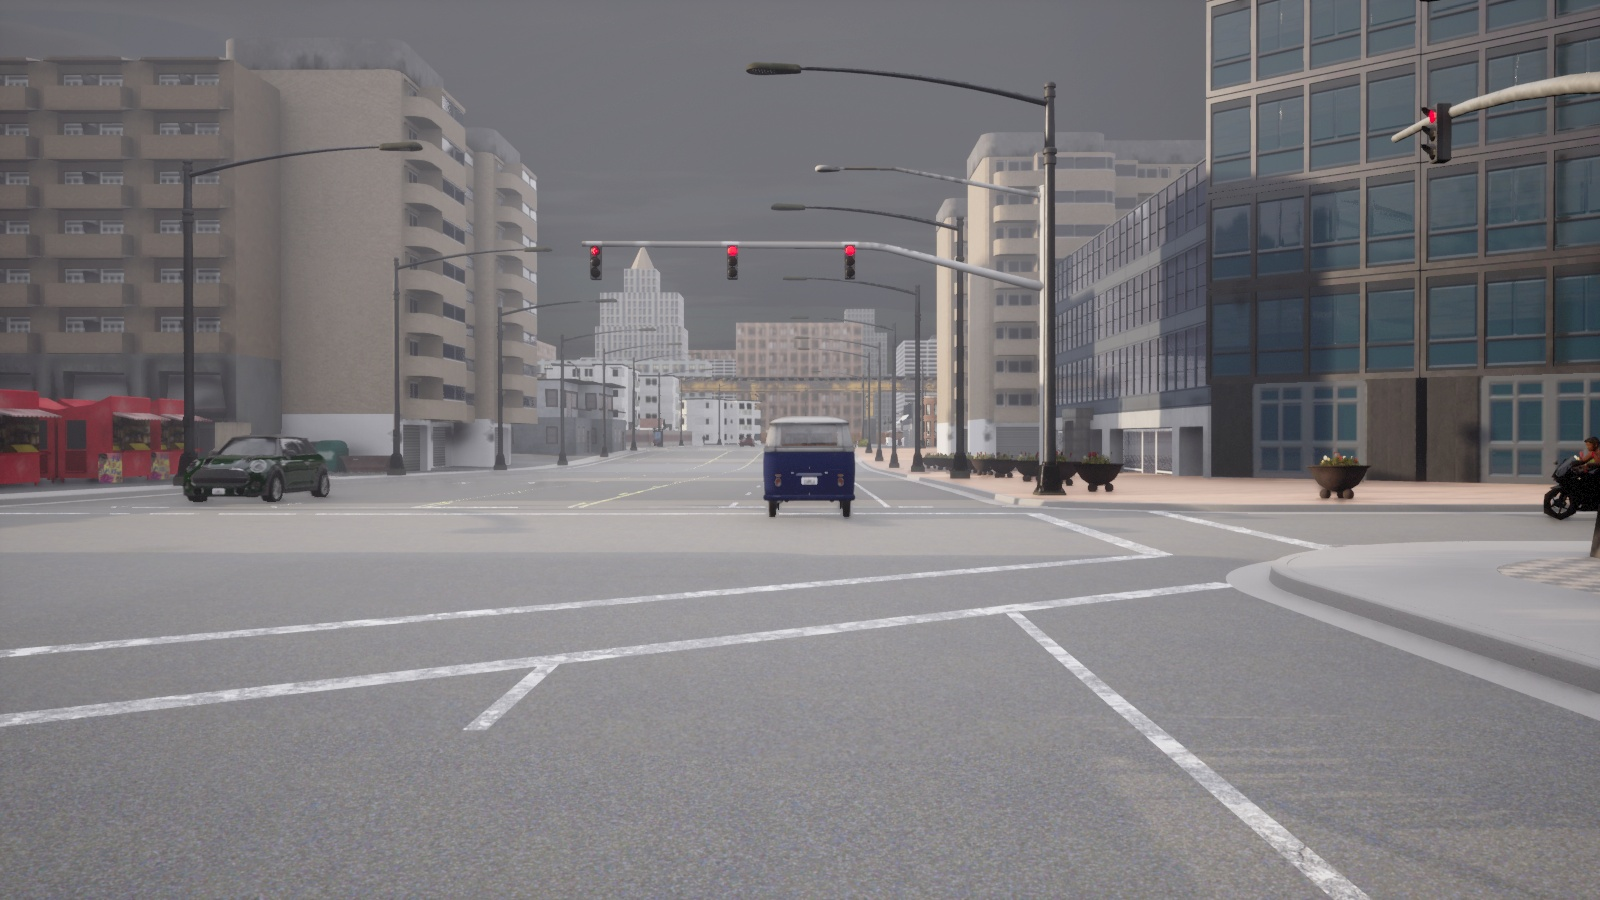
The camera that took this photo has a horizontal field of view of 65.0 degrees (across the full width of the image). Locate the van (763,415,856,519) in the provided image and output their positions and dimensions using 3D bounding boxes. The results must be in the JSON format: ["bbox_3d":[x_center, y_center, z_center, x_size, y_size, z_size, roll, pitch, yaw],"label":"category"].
[{"bbox_3d":[0.193,0.303,26.099,1.775,1.987,4.442,0,0,0],"label":"van"}]

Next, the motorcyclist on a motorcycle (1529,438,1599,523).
[{"bbox_3d":[14.450,0.540,22.714,2.044,1.523,0.797,0,1,1],"label":"motorcyclist on a motorcycle"}]

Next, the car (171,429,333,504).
[{"bbox_3d":[-13.768,0.376,31.886,2.097,1.767,4.553,0,0,0],"label":"car"}]
